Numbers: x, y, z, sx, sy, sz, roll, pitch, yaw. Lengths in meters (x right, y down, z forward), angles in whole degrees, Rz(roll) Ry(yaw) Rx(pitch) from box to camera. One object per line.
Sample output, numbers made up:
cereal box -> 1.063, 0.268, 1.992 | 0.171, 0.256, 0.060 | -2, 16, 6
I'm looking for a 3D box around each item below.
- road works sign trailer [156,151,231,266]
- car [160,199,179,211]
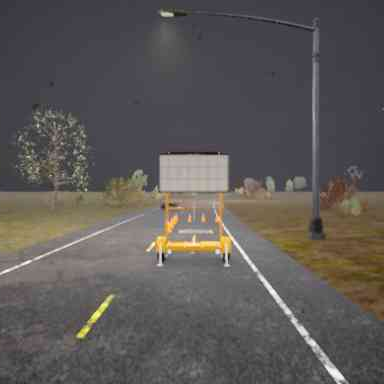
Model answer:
road works sign trailer -> 0.068, 0.428, 11.355 | 2.380, 3.560, 2.880 | 0, 0, 1
car -> -2.636, 1.473, 39.675 | 1.895, 1.301, 4.718 | 0, 0, 3
